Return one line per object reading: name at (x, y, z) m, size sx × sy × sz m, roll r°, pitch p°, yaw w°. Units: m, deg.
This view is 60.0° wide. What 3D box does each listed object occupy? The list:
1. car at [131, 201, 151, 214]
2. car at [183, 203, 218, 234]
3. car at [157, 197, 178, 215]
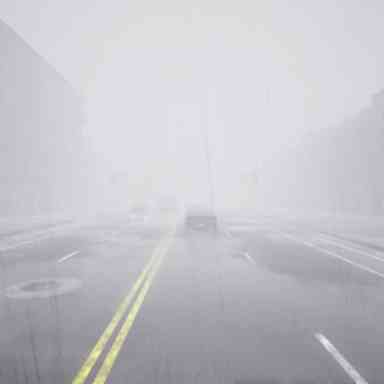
car at (-6.163, 1.889, 40.876) m, size 1.882 × 1.535 × 5.008 m, roll 0°, pitch -1°, yaw 0°
car at (0.506, 1.648, 20.301) m, size 1.882 × 1.535 × 5.008 m, roll 0°, pitch -1°, yaw 0°
car at (-2.918, 1.623, 40.181) m, size 2.150 × 2.045 × 5.566 m, roll 0°, pitch 0°, yaw 0°
